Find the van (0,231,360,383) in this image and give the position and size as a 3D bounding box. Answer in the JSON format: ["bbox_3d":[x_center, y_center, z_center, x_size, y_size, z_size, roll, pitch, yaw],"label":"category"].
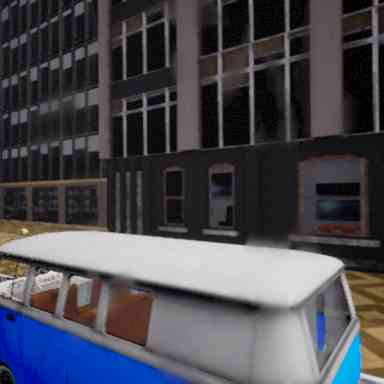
[{"bbox_3d":[-0.523,1.361,3.245,3.998,1.788,1.690,-1,0,35],"label":"van"}]
